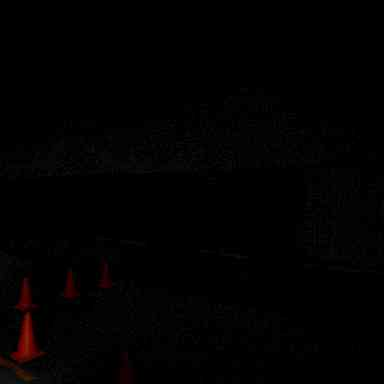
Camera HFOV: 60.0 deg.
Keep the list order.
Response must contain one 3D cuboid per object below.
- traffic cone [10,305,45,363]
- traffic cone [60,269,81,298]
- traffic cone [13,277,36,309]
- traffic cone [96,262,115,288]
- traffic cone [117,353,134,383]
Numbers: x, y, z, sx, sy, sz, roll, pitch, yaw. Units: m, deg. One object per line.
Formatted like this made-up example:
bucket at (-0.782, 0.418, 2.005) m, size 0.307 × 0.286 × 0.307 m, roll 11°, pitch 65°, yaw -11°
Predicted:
traffic cone at (-2.310, 1.994, 4.677) m, size 0.340 × 0.580 × 0.340 m, roll 0°, pitch -1°, yaw 36°
traffic cone at (-2.736, 2.020, 7.473) m, size 0.340 × 0.580 × 0.340 m, roll 0°, pitch -1°, yaw 36°
traffic cone at (-3.328, 2.009, 6.667) m, size 0.340 × 0.580 × 0.340 m, roll 0°, pitch -1°, yaw 36°
traffic cone at (-2.143, 2.031, 8.278) m, size 0.340 × 0.580 × 0.340 m, roll 0°, pitch -1°, yaw 36°
traffic cone at (-0.699, 1.991, 3.491) m, size 0.340 × 0.580 × 0.340 m, roll 0°, pitch -1°, yaw 36°
